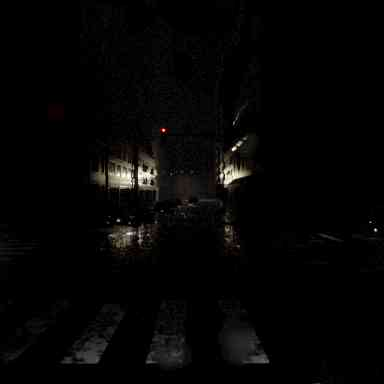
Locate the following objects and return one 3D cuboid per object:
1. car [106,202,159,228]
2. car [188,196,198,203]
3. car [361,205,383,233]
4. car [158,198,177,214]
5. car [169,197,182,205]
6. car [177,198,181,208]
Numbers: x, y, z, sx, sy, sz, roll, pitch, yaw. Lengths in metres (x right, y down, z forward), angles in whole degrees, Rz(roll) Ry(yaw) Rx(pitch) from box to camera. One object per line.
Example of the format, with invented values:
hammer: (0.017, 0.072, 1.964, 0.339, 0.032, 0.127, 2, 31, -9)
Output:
car: (-4.006, 1.566, 22.182, 1.994, 1.385, 4.181, 0, 0, 14)
car: (0.215, 1.546, 71.124, 1.882, 1.535, 5.008, 0, 0, 0)
car: (11.351, 1.383, 15.760, 5.357, 1.411, 2.033, -1, 0, 0)
car: (-3.026, 1.559, 36.255, 2.033, 1.411, 5.357, 0, 0, 0)
car: (-2.887, 1.645, 59.111, 1.895, 1.301, 4.718, 0, 0, 0)
car: (-2.971, 1.589, 47.617, 1.994, 1.385, 4.181, 0, 0, 0)
